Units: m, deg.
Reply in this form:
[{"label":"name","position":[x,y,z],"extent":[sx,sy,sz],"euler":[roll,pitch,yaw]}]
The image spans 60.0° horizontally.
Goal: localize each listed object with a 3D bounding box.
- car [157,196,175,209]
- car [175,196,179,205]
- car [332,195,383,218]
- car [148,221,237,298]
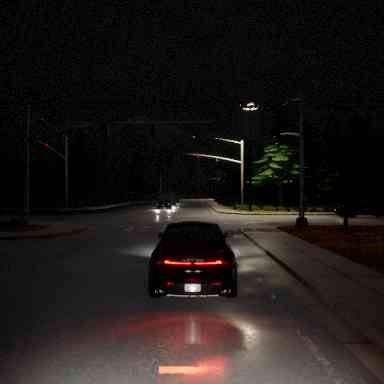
[{"label":"car","position":[-3.685,1.505,45.144],"extent":[1.837,1.490,4.892],"euler":[0,0,0]},{"label":"car","position":[-3.685,1.601,55.394],"extent":[1.895,1.301,4.718],"euler":[0,0,0]},{"label":"car","position":[15.541,1.248,29.668],"extent":[5.566,2.045,2.150],"euler":[0,0,1]},{"label":"car","position":[0.031,1.501,8.519],"extent":[1.837,1.490,4.892],"euler":[0,0,0]}]
